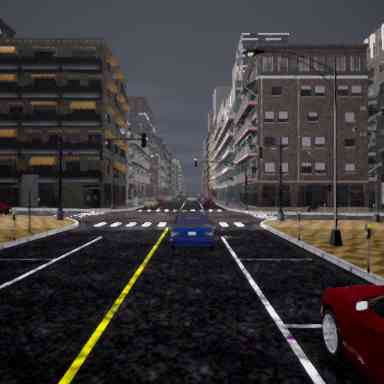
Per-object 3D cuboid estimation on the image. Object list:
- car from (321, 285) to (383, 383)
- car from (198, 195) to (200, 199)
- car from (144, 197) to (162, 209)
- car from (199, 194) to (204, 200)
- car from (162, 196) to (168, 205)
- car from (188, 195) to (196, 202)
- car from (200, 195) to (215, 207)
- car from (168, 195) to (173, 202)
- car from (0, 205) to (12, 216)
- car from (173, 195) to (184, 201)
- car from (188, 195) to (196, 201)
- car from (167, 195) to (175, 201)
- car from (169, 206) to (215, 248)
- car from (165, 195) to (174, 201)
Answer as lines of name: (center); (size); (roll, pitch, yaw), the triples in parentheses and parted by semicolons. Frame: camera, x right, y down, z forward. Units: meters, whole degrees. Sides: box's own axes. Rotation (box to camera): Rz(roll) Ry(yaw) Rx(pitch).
car: (2.698, 1.544, 3.057); (1.887, 1.381, 4.507); (1, 0, 0)
car: (2.698, 1.601, 68.664); (1.802, 1.307, 4.206); (1, 0, 0)
car: (-5.682, 1.536, 46.414); (1.752, 1.417, 4.829); (1, 0, 0)
car: (2.699, 1.455, 57.617); (1.967, 1.590, 4.097); (1, 0, 0)
car: (-5.683, 1.559, 57.631); (1.887, 1.381, 4.507); (1, 0, 0)
car: (0.001, 1.607, 74.635); (1.895, 1.301, 4.718); (0, 0, 0)
car: (2.698, 1.557, 52.093); (1.887, 1.381, 4.507); (1, 0, 0)
car: (-5.683, 1.549, 79.555); (1.752, 1.417, 4.829); (1, 0, 0)
car: (-17.252, 1.264, 27.459); (4.507, 1.381, 1.887); (1, -1, 0)
car: (-2.999, 1.499, 79.610); (1.812, 1.442, 4.674); (0, 0, 0)
car: (0.001, 1.485, 88.360); (2.128, 1.511, 4.902); (0, 0, 0)
car: (-5.683, 1.575, 90.772); (1.887, 1.381, 4.507); (1, 0, 0)
car: (0.001, 1.566, 14.650); (2.033, 1.411, 5.357); (0, 0, 0)
car: (-5.683, 1.578, 85.248); (2.008, 1.369, 4.403); (1, 0, 0)
